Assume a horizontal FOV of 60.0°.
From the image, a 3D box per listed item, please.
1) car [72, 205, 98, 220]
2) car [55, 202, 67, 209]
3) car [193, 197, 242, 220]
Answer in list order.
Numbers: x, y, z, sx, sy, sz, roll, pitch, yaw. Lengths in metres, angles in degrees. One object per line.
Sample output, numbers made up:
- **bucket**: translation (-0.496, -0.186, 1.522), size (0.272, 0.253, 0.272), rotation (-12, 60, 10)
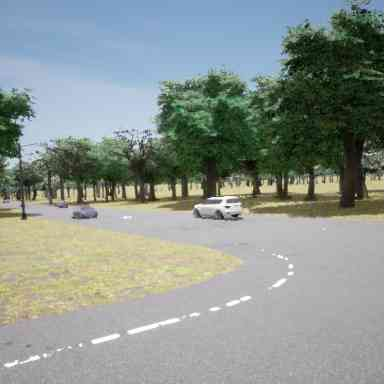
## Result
- **car**: translation (-13.564, 2.482, 42.071), size (2.097, 1.767, 4.553), rotation (-4, 1, -36)
- **car**: translation (-30.485, 3.117, 77.532), size (1.812, 1.442, 4.674), rotation (-4, 1, -36)
- **car**: translation (2.377, 1.529, 31.978), size (2.150, 2.045, 5.566), rotation (-4, 1, -36)
